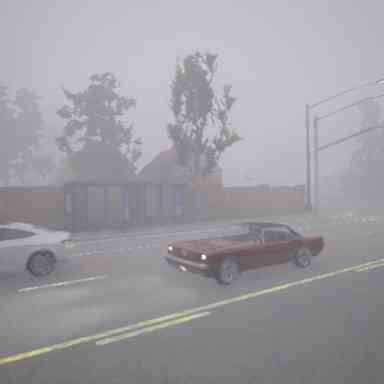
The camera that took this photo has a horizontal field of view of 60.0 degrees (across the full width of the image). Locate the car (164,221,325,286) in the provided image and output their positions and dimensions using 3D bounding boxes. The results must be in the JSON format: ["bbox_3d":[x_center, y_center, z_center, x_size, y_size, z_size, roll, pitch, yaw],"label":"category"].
[{"bbox_3d":[1.600,1.549,9.428,4.718,1.301,1.895,-1,0,-35],"label":"car"}]

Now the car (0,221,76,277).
[{"bbox_3d":[-5.488,1.522,8.676,4.674,1.442,1.812,0,0,-35],"label":"car"}]
